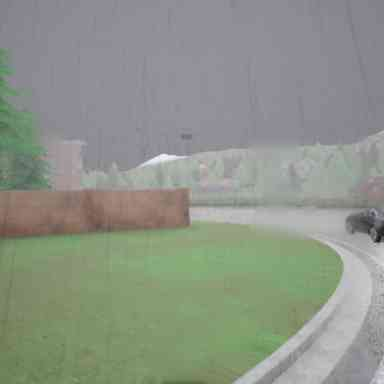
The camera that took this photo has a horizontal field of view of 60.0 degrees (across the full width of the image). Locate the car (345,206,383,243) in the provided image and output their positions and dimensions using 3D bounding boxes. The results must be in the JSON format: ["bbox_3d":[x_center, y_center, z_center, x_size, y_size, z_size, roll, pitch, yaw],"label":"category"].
[{"bbox_3d":[8.861,1.419,15.684,2.128,1.511,4.902,-1,-1,5],"label":"car"}]
